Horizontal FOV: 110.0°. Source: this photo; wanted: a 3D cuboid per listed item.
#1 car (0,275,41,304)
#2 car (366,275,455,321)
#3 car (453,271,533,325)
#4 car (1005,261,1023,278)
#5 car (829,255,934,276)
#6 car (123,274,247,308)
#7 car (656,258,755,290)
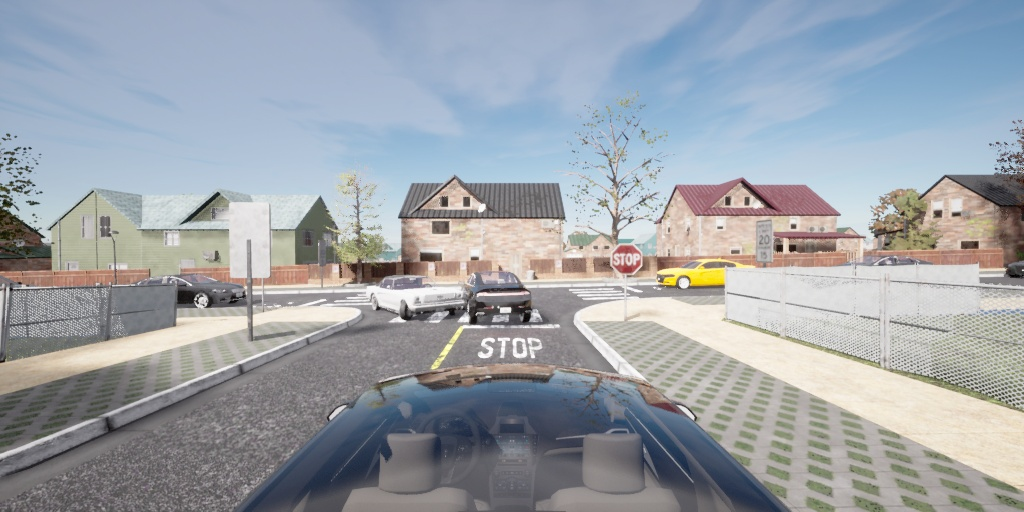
[{"bbox_3d":[-24.230,1.648,16.312,4.553,1.767,2.097,-1,1,0],"label":"car"},{"bbox_3d":[-3.595,1.367,12.844,1.895,1.301,4.718,0,0,-38],"label":"car"},{"bbox_3d":[-0.678,1.242,11.983,2.128,1.511,4.902,0,0,-12],"label":"car"},{"bbox_3d":[29.817,0.540,19.442,4.181,1.385,1.994,-1,1,0],"label":"car"},{"bbox_3d":[19.821,0.703,19.416,4.902,1.511,2.128,-1,1,0],"label":"car"},{"bbox_3d":[-14.892,1.566,16.347,4.902,1.511,2.128,-1,1,0],"label":"car"},{"bbox_3d":[10.391,0.911,19.348,5.008,1.535,1.882,-1,1,-1],"label":"car"}]
